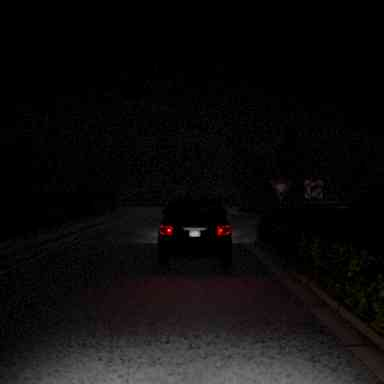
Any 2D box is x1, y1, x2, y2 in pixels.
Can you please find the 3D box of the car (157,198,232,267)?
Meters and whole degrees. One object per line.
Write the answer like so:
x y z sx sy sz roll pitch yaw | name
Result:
0.087 1.201 11.493 2.150 2.045 5.566 0 0 0 | car

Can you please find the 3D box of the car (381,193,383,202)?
27.915 1.146 43.772 5.566 2.045 2.150 0 0 1 | car
